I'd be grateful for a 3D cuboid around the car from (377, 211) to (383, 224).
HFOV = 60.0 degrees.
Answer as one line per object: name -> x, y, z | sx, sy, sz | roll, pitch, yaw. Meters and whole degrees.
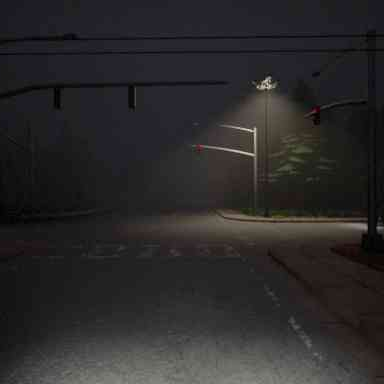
car -> 14.895, 1.503, 22.079 | 4.892, 1.490, 1.837 | 0, 0, 1
